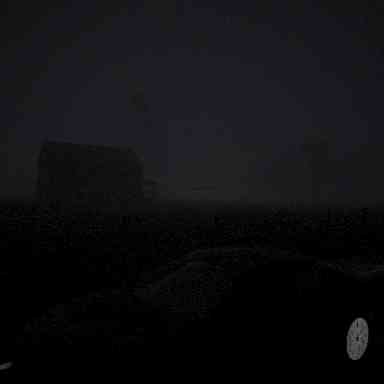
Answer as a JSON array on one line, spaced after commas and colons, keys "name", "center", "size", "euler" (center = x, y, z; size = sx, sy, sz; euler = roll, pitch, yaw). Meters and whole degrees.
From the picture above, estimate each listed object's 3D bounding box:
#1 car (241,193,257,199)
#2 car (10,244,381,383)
[{"name": "car", "center": [13.578, 0.872, 79.234], "size": [1.994, 1.385, 4.181], "euler": [0, 1, -36]}, {"name": "car", "center": [0.483, 1.503, 4.320], "size": [5.008, 1.535, 1.882], "euler": [1, -1, -35]}]
